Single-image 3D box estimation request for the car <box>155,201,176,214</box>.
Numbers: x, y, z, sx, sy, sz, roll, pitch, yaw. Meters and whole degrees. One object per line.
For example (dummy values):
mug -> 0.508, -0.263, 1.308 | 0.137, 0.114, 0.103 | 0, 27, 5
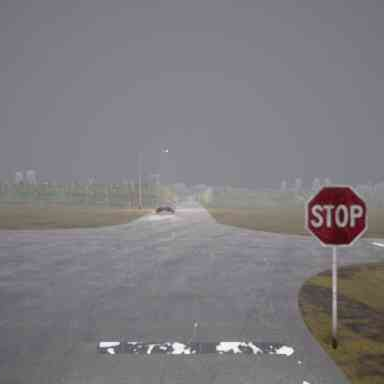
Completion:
car -> -2.758, 1.649, 35.310 | 1.895, 1.301, 4.718 | 0, 0, 0
